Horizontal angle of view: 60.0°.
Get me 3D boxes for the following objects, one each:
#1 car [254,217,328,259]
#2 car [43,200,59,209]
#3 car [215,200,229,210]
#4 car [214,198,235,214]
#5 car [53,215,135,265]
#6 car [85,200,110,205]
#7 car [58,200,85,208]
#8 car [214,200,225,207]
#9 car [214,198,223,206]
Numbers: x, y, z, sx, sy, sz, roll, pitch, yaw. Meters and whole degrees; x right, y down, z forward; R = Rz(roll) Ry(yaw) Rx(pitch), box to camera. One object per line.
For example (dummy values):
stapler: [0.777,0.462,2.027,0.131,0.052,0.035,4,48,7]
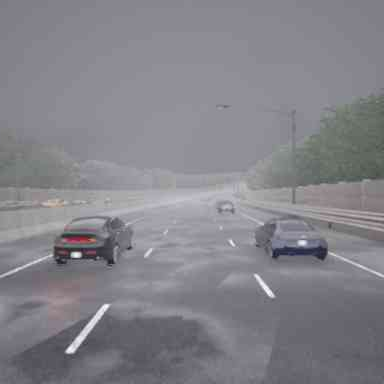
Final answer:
car: [3.688,1.672,13.049,1.994,1.385,4.181,0,0,1]
car: [-20.034,1.865,48.841,1.882,1.535,5.008,0,0,3]
car: [4.691,2.039,52.612,2.033,1.411,5.357,0,-1,3]
car: [4.250,1.813,41.729,2.033,1.649,4.856,0,-1,2]
car: [-3.324,1.594,12.049,1.837,1.490,4.892,0,-1,1]
car: [-13.081,1.873,47.675,1.882,1.535,5.008,0,-1,3]
car: [-16.611,1.982,47.036,1.895,1.301,4.718,0,-1,3]
car: [5.233,2.166,63.493,1.994,1.385,4.181,0,-1,3]
car: [5.876,2.192,74.368,1.882,1.535,5.008,0,-1,4]
